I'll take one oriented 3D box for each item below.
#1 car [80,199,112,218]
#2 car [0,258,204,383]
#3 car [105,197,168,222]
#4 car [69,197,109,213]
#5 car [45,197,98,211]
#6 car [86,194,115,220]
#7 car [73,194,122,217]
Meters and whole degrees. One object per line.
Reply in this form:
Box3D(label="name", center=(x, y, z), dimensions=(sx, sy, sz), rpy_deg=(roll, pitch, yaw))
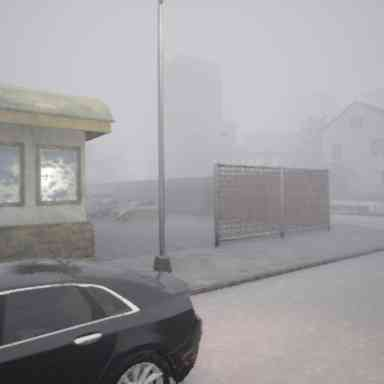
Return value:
Box3D(label="car", center=(-8.028, 1.354, 27.926), dimensions=(2.207, 1.379, 1.481), rpy_deg=(-1, 0, -36))
Box3D(label="car", center=(-2.152, 1.505, 3.054), dimensions=(4.892, 1.490, 1.837), rpy_deg=(-1, 0, -35))
Box3D(label="car", center=(-3.851, 1.304, 24.395), dimensions=(4.193, 1.474, 1.816), rpy_deg=(-1, 0, -36))
Box3D(label="car", center=(-10.801, 1.296, 34.890), dimensions=(3.633, 1.501, 1.845), rpy_deg=(-1, 0, -36))
Box3D(label="car", center=(-13.855, 1.362, 38.459), dimensions=(5.357, 1.415, 2.033), rpy_deg=(-1, 0, -36))
Box3D(label="car", center=(-6.294, 1.244, 26.547), dimensions=(4.611, 1.667, 2.242), rpy_deg=(-1, 0, -36))
Box3D(label="car", center=(-8.583, 1.136, 30.185), dimensions=(3.866, 1.878, 1.905), rpy_deg=(-1, 0, -36))
